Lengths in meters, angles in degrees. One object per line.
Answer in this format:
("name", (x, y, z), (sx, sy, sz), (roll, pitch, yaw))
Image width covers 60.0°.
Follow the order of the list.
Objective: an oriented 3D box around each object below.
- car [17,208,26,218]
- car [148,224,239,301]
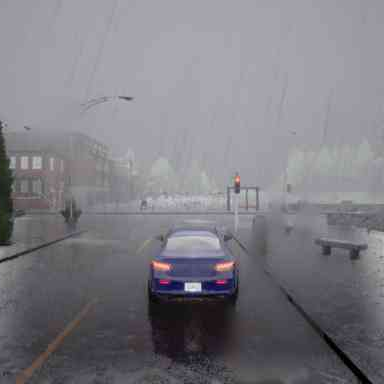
("car", (-16.380, 1.564, 28.028), (4.181, 1.385, 1.994), (0, 0, 0))
("car", (0.041, 1.526, 8.225), (1.812, 1.442, 4.674), (0, 0, 1))
